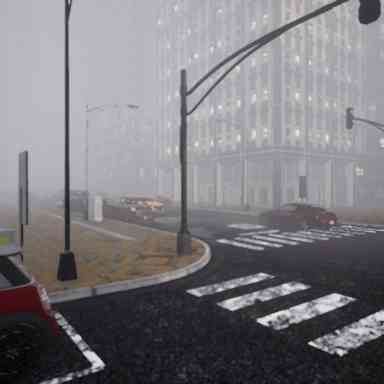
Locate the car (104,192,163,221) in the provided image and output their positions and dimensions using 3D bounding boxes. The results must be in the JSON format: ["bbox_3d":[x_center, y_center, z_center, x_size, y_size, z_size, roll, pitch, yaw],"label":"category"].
[{"bbox_3d":[-4.076,1.063,22.642,1.967,1.590,4.097,1,0,-36],"label":"car"}]

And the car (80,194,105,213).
[{"bbox_3d":[-7.336,1.098,27.167,1.802,1.307,4.206,1,0,-36],"label":"car"}]

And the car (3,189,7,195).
[{"bbox_3d":[-36.641,0.103,67.884,2.008,1.369,4.403,1,0,-36],"label":"car"}]

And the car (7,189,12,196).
[{"bbox_3d":[-33.384,0.204,63.360,1.887,1.381,4.507,1,0,-36],"label":"car"}]

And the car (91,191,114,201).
[{"bbox_3d":[-13.599,0.634,50.215,1.947,1.339,4.313,1,0,-36],"label":"car"}]

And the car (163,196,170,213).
[{"bbox_3d":[-4.102,1.026,27.085,1.882,1.535,5.008,0,1,-36],"label":"car"}]

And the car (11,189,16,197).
[{"bbox_3d":[-30.128,0.317,58.836,2.008,1.369,4.403,1,0,-36],"label":"car"}]

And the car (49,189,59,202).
[{"bbox_3d":[-17.909,0.443,46.379,2.097,1.767,4.553,0,1,-35],"label":"car"}]

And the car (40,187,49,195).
[{"bbox_3d":[-33.142,-0.029,77.370,1.887,1.381,4.507,1,0,-36],"label":"car"}]

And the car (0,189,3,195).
[{"bbox_3d":[-39.897,0.012,72.409,1.947,1.339,4.313,1,0,-36],"label":"car"}]

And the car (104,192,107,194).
[{"bbox_3d":[-10.440,0.698,45.827,1.752,1.417,4.829,1,0,-36],"label":"car"}]

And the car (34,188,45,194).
[{"bbox_3d":[-39.657,-0.221,86.422,1.947,1.339,4.313,1,0,-36],"label":"car"}]

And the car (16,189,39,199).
[{"bbox_3d":[-26.872,0.418,54.312,1.887,1.381,4.507,1,0,-36],"label":"car"}]

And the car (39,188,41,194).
[{"bbox_3d":[-36.394,-0.365,81.895,2.192,1.841,5.009,1,0,-36],"label":"car"}]

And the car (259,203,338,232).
[{"bbox_3d":[5.789,1.312,18.568,1.812,1.442,4.674,0,1,-31],"label":"car"}]

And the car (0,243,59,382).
[{"bbox_3d":[-3.851,1.441,3.811,4.097,1.590,1.967,0,0,-36],"label":"car"}]

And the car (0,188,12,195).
[{"bbox_3d":[-43.153,-0.116,76.933,1.887,1.381,4.507,1,0,-36],"label":"car"}]

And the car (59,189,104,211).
[{"bbox_3d":[-10.586,0.724,31.690,2.192,1.841,5.009,1,0,-36],"label":"car"}]
